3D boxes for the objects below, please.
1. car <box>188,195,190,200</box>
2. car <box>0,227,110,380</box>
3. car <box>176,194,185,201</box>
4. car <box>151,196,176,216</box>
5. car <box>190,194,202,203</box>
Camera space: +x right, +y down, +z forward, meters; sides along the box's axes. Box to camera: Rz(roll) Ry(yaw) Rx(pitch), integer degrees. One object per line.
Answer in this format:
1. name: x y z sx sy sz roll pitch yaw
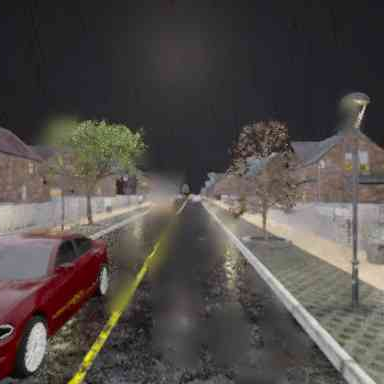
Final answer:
1. car: 0.004 1.318 85.628 1.882 1.535 5.008 0 0 0
2. car: -2.826 1.465 5.701 1.882 1.535 5.008 0 0 0
3. car: -2.746 1.279 73.216 1.812 1.442 4.674 0 0 0
4. car: -2.844 1.421 32.569 1.882 1.535 5.008 0 0 0
5. car: 0.966 1.455 66.940 1.812 1.442 4.674 0 0 0
